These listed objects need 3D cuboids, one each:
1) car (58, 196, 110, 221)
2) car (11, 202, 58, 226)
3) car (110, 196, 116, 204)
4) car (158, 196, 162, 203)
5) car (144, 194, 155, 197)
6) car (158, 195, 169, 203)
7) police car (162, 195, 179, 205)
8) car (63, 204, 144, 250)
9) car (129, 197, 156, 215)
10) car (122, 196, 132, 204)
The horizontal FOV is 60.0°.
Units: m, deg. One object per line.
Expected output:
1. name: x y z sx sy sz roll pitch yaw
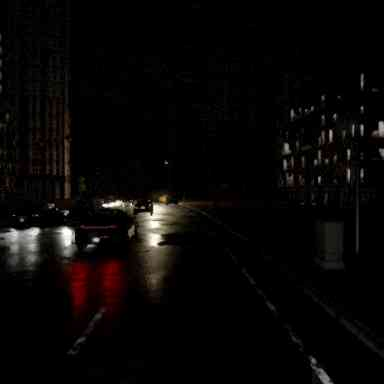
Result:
1. car: -7.474 1.333 23.465 2.097 1.767 4.553 0 0 -4
2. car: -10.702 1.475 23.065 2.128 1.511 4.902 0 0 -4
3. car: -15.521 1.456 63.171 2.128 1.511 4.902 0 0 -9
4. car: -5.116 1.400 66.070 1.801 1.575 5.366 0 0 -10
5. car: -10.869 1.326 88.550 2.033 1.411 5.357 0 0 -14
6. car: -6.259 1.397 72.057 1.801 1.575 5.366 0 0 -11
7. police car: -3.414 1.374 55.973 1.930 1.638 5.238 0 0 -9
8. car: -3.518 1.479 14.258 2.128 1.511 4.902 0 0 -2
9. car: -4.804 1.516 33.489 2.033 1.411 5.357 0 0 -5
10. car: -12.330 1.458 63.807 1.837 1.490 4.892 0 0 -10
